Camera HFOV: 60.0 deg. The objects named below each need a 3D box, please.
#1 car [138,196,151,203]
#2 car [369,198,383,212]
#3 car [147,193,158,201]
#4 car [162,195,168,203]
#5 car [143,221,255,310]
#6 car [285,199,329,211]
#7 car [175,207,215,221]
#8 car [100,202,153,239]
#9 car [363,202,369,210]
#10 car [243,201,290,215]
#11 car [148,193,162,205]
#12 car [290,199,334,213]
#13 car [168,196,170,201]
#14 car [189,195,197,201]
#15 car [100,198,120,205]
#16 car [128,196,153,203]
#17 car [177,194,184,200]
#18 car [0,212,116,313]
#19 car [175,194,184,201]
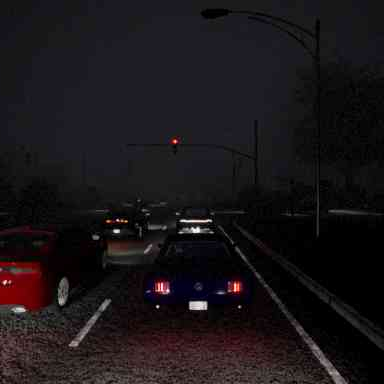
[{"bbox_3d":[-10.324,1.540,72.237,2.033,1.411,5.357,0,0,0],"label":"car"},{"bbox_3d":[22.228,1.470,35.638,5.008,1.535,1.882,0,0,3],"label":"car"},{"bbox_3d":[-10.280,1.214,86.946,2.150,2.045,5.566,0,0,0],"label":"car"},{"bbox_3d":[-6.827,1.595,71.067,1.895,1.301,4.718,0,0,0],"label":"car"},{"bbox_3d":[0.118,1.601,7.747,1.895,1.301,4.718,0,0,0],"label":"car"},{"bbox_3d":[13.677,1.526,39.628,4.674,1.442,1.812,0,0,5],"label":"car"},{"bbox_3d":[0.151,1.491,17.009,2.128,1.511,4.902,0,0,-1],"label":"car"},{"bbox_3d":[-3.359,1.505,17.271,1.837,1.490,4.892,0,0,0],"label":"car"},{"bbox_3d":[22.853,1.484,39.110,4.902,1.511,2.128,0,0,3],"label":"car"},{"bbox_3d":[7.230,1.564,33.073,4.181,1.385,1.994,0,0,8],"label":"car"},{"bbox_3d":[-6.934,1.477,59.164,1.882,1.535,5.008,0,0,0],"label":"car"},{"bbox_3d":[12.808,1.491,36.174,4.902,1.511,2.128,0,0,3],"label":"car"},{"bbox_3d":[-6.783,1.531,86.124,2.033,1.411,5.357,0,0,0],"label":"car"},{"bbox_3d":[0.210,1.500,84.637,1.837,1.490,4.892,0,0,0],"label":"car"},{"bbox_3d":[-10.495,1.525,43.143,1.812,1.442,4.674,0,0,0],"label":"car"},{"bbox_3d":[-6.987,1.601,45.492,1.895,1.301,4.718,0,0,0],"label":"car"},{"bbox_3d":[-3.224,1.328,95.040,1.882,1.535,5.008,0,0,1],"label":"car"},{"bbox_3d":[-3.382,1.478,7.774,1.882,1.535,5.008,0,0,0],"label":"car"},{"bbox_3d":[-3.290,1.532,84.631,2.033,1.411,5.357,0,0,0],"label":"car"}]
